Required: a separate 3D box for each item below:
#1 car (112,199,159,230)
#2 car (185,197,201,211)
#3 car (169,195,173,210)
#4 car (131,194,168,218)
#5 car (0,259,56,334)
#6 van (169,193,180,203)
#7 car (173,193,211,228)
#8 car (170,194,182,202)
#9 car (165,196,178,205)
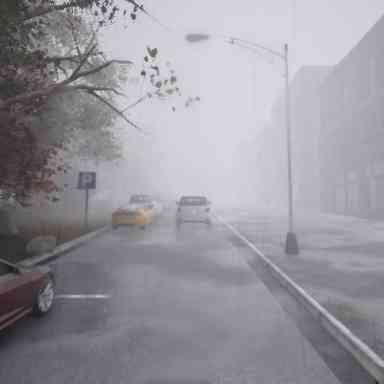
[{"bbox_3d":[-3.657,1.462,21.165,2.097,1.535,5.008,0,0,2],"label":"car"},{"bbox_3d":[0.095,1.474,40.968,1.837,1.490,4.892,0,1,0],"label":"car"},{"bbox_3d":[-3.652,1.445,38.066,1.946,1.575,5.366,0,0,2],"label":"car"},{"bbox_3d":[-3.657,1.205,26.769,2.435,2.045,5.566,0,0,2],"label":"car"},{"bbox_3d":[-3.653,1.507,4.487,2.163,1.488,4.792,0,0,2],"label":"car"},{"bbox_3d":[-3.661,1.219,71.421,1.878,1.987,4.442,0,0,2],"label":"van"},{"bbox_3d":[0.095,1.205,21.983,2.150,2.045,5.566,0,0,0],"label":"car"},{"bbox_3d":[-3.667,1.319,76.844,2.185,1.767,4.553,0,0,2],"label":"car"},{"bbox_3d":[-3.663,1.485,60.160,2.002,1.452,4.674,0,0,2],"label":"car"}]
